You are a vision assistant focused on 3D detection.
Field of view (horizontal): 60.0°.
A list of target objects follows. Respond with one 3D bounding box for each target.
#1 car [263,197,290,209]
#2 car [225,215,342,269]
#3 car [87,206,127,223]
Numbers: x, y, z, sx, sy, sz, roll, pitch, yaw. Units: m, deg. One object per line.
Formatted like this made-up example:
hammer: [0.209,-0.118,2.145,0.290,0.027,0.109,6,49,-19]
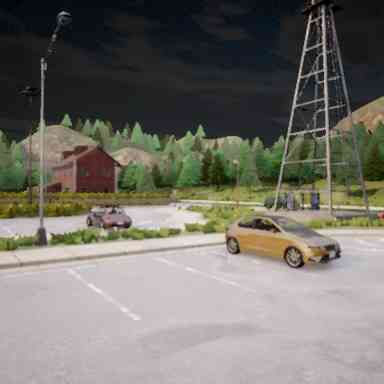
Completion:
car: [12.464,1.665,46.299,2.150,2.045,5.566,1,0,-35]
car: [2.995,1.589,11.621,1.816,1.474,4.193,1,0,-35]
car: [-5.395,1.593,21.446,1.784,1.438,3.905,1,0,-35]
